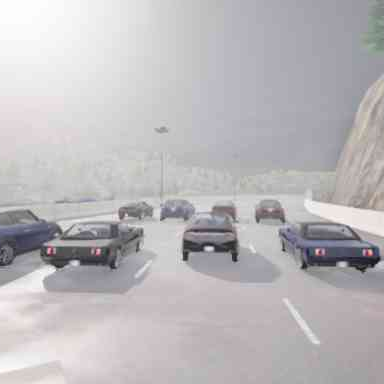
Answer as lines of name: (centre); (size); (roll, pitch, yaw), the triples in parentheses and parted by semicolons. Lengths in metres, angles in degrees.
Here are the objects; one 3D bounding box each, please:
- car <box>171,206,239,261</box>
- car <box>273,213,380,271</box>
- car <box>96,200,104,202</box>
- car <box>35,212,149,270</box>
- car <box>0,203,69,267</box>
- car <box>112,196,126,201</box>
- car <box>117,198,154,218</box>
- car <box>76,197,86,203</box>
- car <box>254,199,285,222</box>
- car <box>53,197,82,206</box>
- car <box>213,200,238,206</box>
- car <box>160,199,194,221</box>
car: (0.717, 1.477, 12.327); (2.128, 1.511, 4.902); (0, 0, 5)
car: (4.098, 1.597, 10.880); (1.895, 1.301, 4.718); (0, 0, 4)
car: (-13.207, 1.400, 52.140); (1.837, 1.490, 4.892); (0, 0, 17)
car: (-2.914, 1.578, 10.949); (1.895, 1.301, 4.718); (0, 0, 4)
car: (-6.360, 1.319, 11.519); (2.097, 1.767, 4.553); (0, 0, 4)
car: (-10.540, 1.432, 48.815); (1.812, 1.442, 4.674); (0, 0, 16)
car: (-4.471, 1.456, 27.181); (1.837, 1.490, 4.892); (0, 0, 10)
car: (-17.113, 1.363, 51.282); (1.882, 1.535, 5.008); (0, 0, 16)
car: (5.952, 1.333, 25.860); (2.097, 1.767, 4.553); (0, 0, 10)
car: (-20.015, 1.476, 53.844); (1.895, 1.301, 4.718); (0, 0, 17)
car: (2.764, 1.447, 27.983); (1.882, 1.535, 5.008); (0, 0, 10)
car: (-1.031, 1.313, 26.523); (2.097, 1.767, 4.553); (0, 0, 9)
